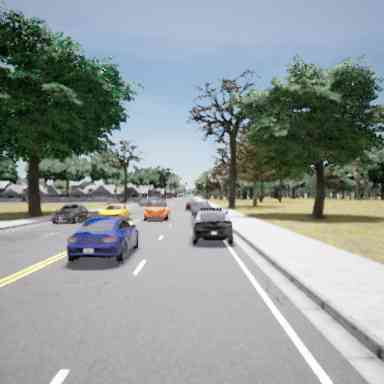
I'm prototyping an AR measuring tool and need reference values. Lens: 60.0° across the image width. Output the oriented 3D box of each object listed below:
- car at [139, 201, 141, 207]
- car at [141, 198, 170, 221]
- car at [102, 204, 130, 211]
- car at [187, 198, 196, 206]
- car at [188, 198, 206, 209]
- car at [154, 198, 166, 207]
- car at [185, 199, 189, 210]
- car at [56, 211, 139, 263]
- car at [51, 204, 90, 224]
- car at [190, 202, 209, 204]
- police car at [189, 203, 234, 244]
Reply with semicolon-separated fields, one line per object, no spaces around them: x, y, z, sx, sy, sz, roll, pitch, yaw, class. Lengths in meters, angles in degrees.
-9.813;2.304;68.941;2.033;1.411;5.357;0;-1;0;car
-3.175;1.681;31.106;2.097;1.767;4.553;0;-1;0;car
-6.624;1.783;28.926;1.882;1.535;5.008;0;-1;0;car
-0.064;2.074;70.514;1.882;1.535;5.008;0;-1;0;car
0.944;1.700;32.877;2.097;1.767;4.553;0;-1;0;car
-6.563;2.124;69.390;2.097;1.767;4.553;0;-1;0;car
-0.047;2.042;51.727;1.882;1.535;5.008;0;-1;0;car
-3.160;1.656;12.445;1.812;1.442;4.674;0;-1;0;car
-9.873;1.795;27.436;1.837;1.490;4.892;0;-1;0;car
0.950;1.788;26.905;1.837;1.490;4.892;0;-1;0;car
0.959;1.603;17.016;1.930;1.638;5.238;0;-1;0;police car
